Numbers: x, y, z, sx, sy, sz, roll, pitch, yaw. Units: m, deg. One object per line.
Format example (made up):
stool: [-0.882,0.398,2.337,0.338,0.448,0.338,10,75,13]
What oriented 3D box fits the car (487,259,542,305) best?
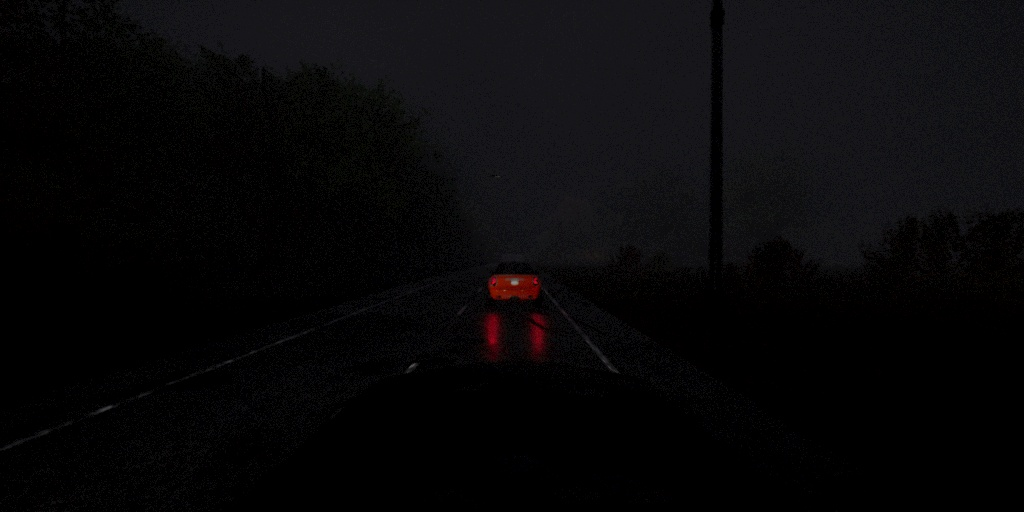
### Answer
car: [0.101,0.989,15.462,2.097,1.767,4.553,0,0,0]
